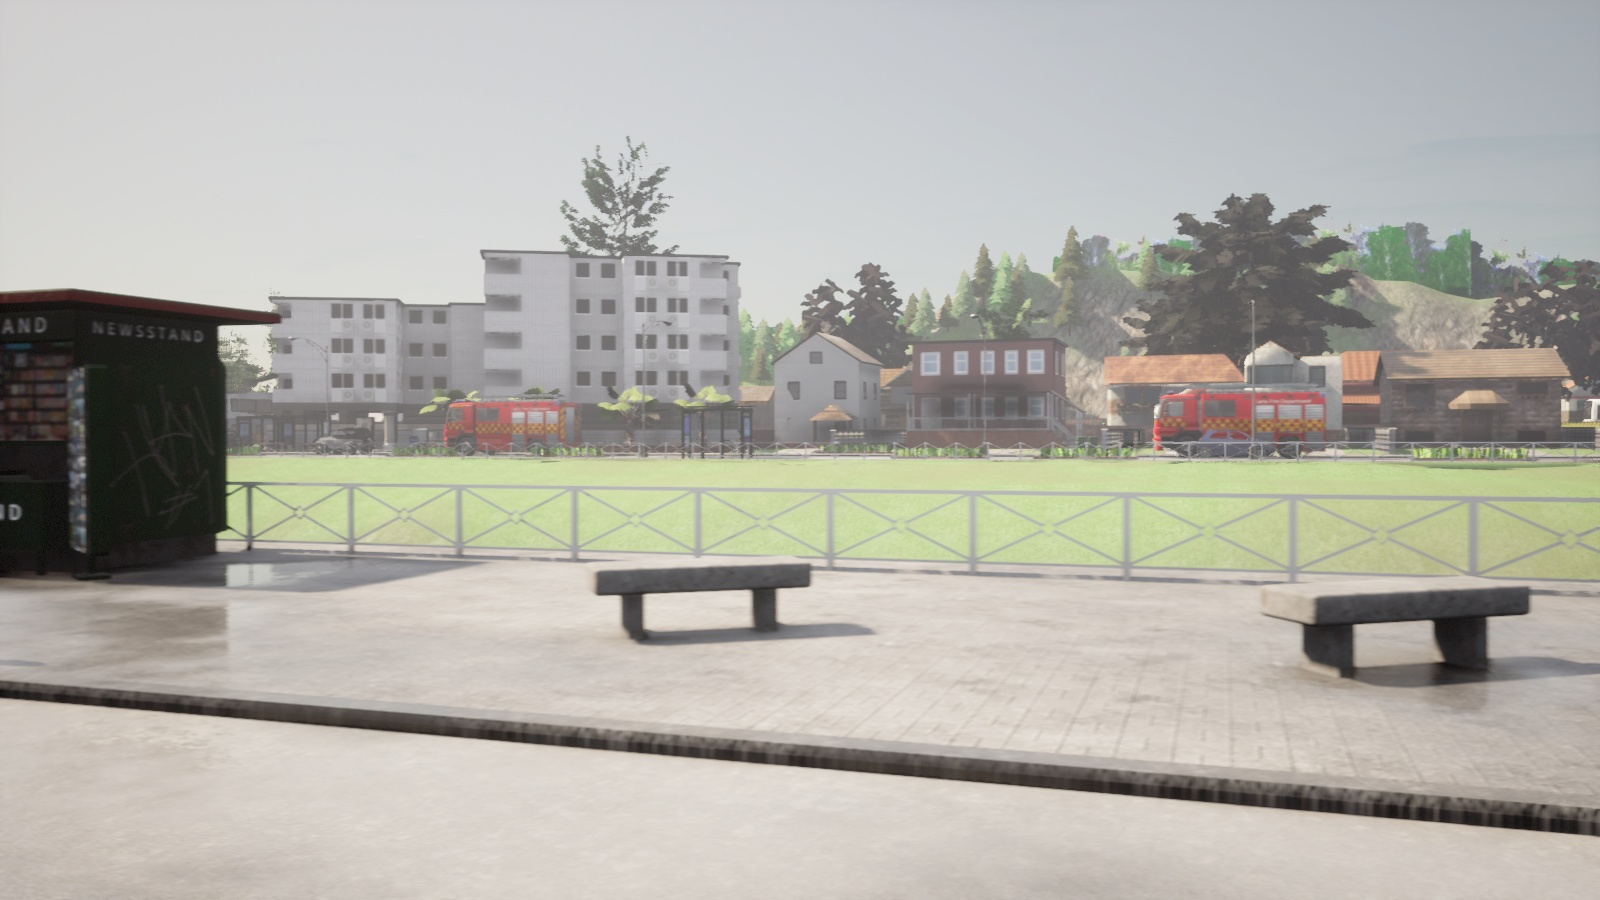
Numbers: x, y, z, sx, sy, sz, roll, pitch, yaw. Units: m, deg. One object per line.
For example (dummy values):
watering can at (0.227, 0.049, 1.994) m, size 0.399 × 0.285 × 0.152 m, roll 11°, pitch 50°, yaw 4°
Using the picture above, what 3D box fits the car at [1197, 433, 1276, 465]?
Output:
car at (21.389, -0.066, 61.614) m, size 3.633 × 1.501 × 1.845 m, roll 1°, pitch 1°, yaw 19°

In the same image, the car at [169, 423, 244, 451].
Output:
car at (-41.058, -0.903, 86.856) m, size 4.605 × 1.855 × 1.932 m, roll 0°, pitch 1°, yaw 19°

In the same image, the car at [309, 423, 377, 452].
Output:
car at (-30.274, -0.824, 83.225) m, size 3.866 × 1.878 × 1.905 m, roll 1°, pitch 1°, yaw 19°

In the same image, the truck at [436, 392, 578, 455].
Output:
truck at (-18.468, -1.677, 79.236) m, size 8.468 × 3.827 × 2.891 m, roll 1°, pitch 1°, yaw 19°

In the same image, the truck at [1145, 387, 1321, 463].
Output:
truck at (22.449, -1.302, 65.461) m, size 8.468 × 3.827 × 2.891 m, roll 1°, pitch 1°, yaw 19°
